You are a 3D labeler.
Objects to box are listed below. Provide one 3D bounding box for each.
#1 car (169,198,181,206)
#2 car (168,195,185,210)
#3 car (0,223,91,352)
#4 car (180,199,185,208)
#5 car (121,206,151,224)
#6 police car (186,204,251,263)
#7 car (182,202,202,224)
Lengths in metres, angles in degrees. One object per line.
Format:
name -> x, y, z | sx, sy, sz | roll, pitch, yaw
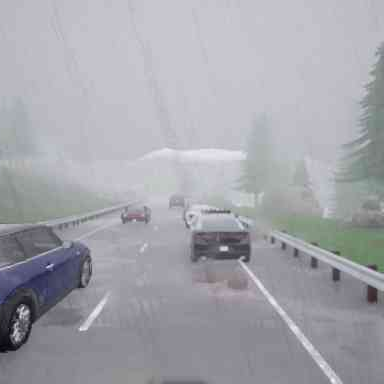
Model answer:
car -> -3.056, 1.747, 59.979 | 2.033, 1.411, 5.357 | 0, 0, -4
car -> -2.118, 1.376, 46.432 | 2.150, 2.045, 5.566 | 0, 0, -4
car -> -3.496, 1.374, 6.348 | 2.097, 1.767, 4.553 | 0, 0, -1
car -> 0.154, 1.600, 28.402 | 1.837, 1.490, 4.892 | 0, 0, -3
car -> -4.167, 1.686, 25.555 | 1.895, 1.301, 4.718 | 0, 0, -3
police car -> 0.860, 1.467, 12.327 | 1.930, 1.638, 5.238 | 0, 0, -2
car -> 0.481, 1.600, 22.335 | 1.812, 1.442, 4.674 | 0, 0, -3
